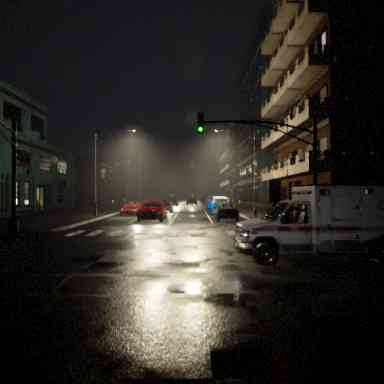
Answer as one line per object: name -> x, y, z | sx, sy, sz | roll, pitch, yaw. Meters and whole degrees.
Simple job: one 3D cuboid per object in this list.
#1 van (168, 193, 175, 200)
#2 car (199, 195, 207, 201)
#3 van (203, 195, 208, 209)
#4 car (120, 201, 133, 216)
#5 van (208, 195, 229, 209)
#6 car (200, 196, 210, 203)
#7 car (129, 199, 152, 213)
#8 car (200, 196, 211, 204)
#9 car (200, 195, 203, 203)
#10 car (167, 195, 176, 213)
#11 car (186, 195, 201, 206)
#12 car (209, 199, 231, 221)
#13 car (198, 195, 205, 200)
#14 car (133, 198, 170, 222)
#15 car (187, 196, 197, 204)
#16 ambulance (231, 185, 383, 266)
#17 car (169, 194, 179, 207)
van -> -5.710, 1.249, 93.210 | 1.690, 1.788, 3.998 | 1, 0, 0
car -> 2.671, 1.472, 82.094 | 1.887, 1.381, 4.507 | 1, 0, 0
van -> 2.688, 1.321, 43.028 | 1.690, 1.788, 3.998 | 1, 0, 0
car -> -5.691, 1.570, 31.827 | 1.802, 1.307, 4.206 | 1, 0, 0
van -> 2.692, 1.329, 31.865 | 1.690, 1.788, 3.998 | 1, 0, 0
car -> 2.675, 1.512, 70.932 | 1.947, 1.339, 4.313 | 1, 0, 0
car -> -5.693, 1.529, 37.408 | 1.887, 1.381, 4.507 | 1, 0, 0
car -> 2.677, 1.520, 65.351 | 1.947, 1.339, 4.313 | 1, 0, 0
car -> 2.681, 1.494, 54.359 | 1.752, 1.417, 4.829 | 1, 0, 0
car -> -3.098, 1.487, 37.391 | 1.837, 1.490, 4.892 | 0, 1, 0
car -> -0.022, 1.514, 55.769 | 2.033, 1.411, 5.357 | 0, 0, 0
car -> 2.692, 1.542, 26.286 | 2.008, 1.369, 4.403 | 1, 0, 0
car -> 2.667, 1.458, 93.255 | 2.008, 1.369, 4.403 | 1, 0, 0
car -> -3.098, 1.469, 26.338 | 1.882, 1.535, 5.008 | 0, 0, 0
car -> -0.027, 1.501, 66.192 | 2.033, 1.411, 5.357 | 0, 0, 0
ambulance -> 4.673, 1.031, 10.931 | 6.366, 2.431, 2.351 | 0, 0, 1
car -> -3.090, 1.463, 51.647 | 2.128, 1.511, 4.902 | 0, 0, 0
